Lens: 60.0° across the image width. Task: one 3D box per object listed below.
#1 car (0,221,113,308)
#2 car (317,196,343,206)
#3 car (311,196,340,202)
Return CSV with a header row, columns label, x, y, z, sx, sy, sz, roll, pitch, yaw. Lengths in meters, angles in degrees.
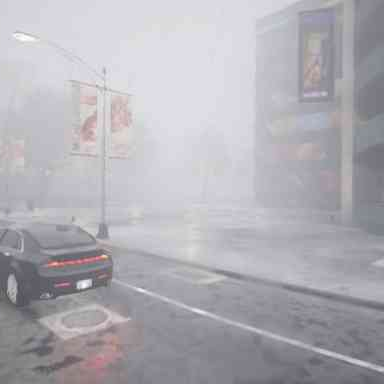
label,x,y,z,sx,sy,sz,roll,pitch,yaw
car,-3.767,1.454,7.900,4.892,1.490,1.837,1,0,44
car,22.392,1.449,53.948,2.161,1.482,4.786,1,0,45
car,16.689,1.341,42.406,2.002,1.452,4.674,1,0,45
